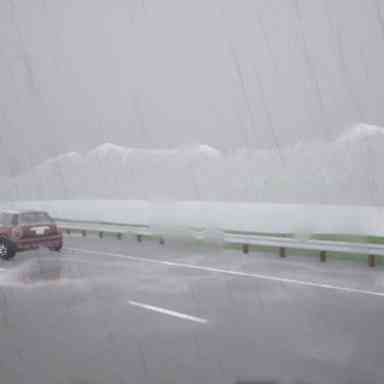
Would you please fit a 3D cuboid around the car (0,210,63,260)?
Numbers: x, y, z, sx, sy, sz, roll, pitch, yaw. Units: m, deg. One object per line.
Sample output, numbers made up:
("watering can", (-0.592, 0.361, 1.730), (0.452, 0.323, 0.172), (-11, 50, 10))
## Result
("car", (-7.252, 1.498, 13.358), (4.553, 1.767, 2.097), (-1, -1, 36))
